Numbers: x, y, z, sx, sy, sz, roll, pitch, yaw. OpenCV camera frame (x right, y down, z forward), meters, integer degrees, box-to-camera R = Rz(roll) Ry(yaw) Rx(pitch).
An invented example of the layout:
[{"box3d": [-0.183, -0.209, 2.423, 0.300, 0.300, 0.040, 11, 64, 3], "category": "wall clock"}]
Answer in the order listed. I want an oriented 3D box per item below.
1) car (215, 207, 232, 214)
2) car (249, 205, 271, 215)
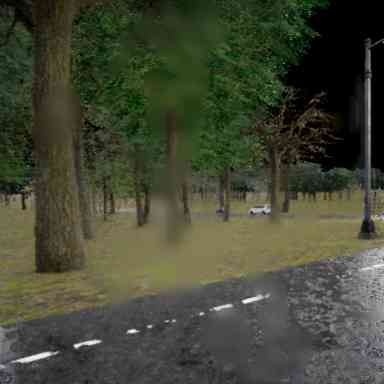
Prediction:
[{"box3d": [7.420, 4.373, 78.478, 1.812, 1.442, 4.674, -1, -1, -35], "category": "car"}, {"box3d": [14.266, 3.691, 68.568, 2.150, 2.045, 5.566, -1, -2, -35], "category": "car"}]
